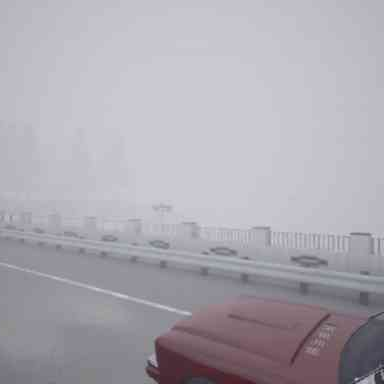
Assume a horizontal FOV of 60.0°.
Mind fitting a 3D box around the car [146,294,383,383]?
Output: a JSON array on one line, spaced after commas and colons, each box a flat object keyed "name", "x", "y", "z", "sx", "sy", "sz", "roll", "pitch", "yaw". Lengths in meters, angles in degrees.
[{"name": "car", "x": 1.894, "y": 1.601, "z": 2.641, "sx": 4.718, "sy": 1.301, "sz": 1.895, "roll": 0, "pitch": 0, "yaw": 36}]
